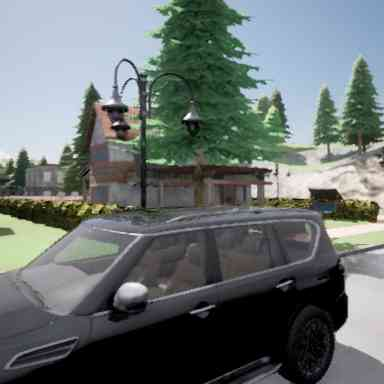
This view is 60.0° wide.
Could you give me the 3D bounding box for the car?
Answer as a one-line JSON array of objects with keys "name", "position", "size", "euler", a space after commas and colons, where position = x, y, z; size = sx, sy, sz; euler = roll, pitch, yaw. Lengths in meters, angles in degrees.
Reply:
[{"name": "car", "position": [-0.436, 1.224, 3.786], "size": [5.566, 2.045, 2.150], "euler": [0, 0, -37]}]
